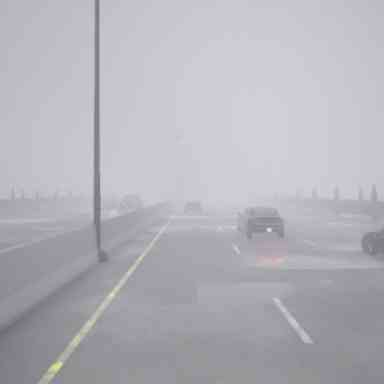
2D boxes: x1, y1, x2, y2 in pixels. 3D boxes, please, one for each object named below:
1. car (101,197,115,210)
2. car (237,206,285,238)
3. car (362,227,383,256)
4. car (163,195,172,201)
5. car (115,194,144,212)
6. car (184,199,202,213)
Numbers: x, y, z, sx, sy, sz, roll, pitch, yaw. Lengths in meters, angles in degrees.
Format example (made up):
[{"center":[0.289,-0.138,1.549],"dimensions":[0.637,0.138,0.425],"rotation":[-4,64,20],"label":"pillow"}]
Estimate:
[{"center":[-10.495,1.538,43.220],"dimensions":[1.837,1.490,4.892],"rotation":[0,0,1],"label":"car"},{"center":[3.601,1.519,17.925],"dimensions":[1.837,1.490,4.892],"rotation":[0,0,0],"label":"car"},{"center":[7.100,1.534,10.199],"dimensions":[1.812,1.442,4.674],"rotation":[0,0,0],"label":"car"},{"center":[-5.890,1.415,81.003],"dimensions":[1.994,1.385,4.181],"rotation":[0,0,2],"label":"car"},{"center":[-7.053,1.253,39.149],"dimensions":[2.150,2.045,5.566],"rotation":[0,0,1],"label":"car"},{"center":[0.120,1.521,36.862],"dimensions":[2.128,1.511,4.902],"rotation":[0,0,0],"label":"car"}]
